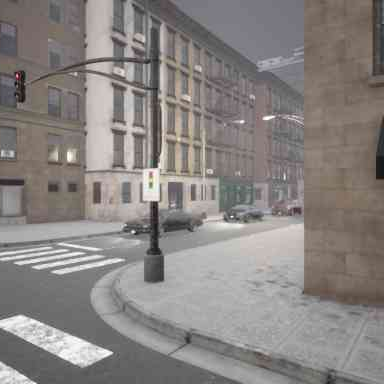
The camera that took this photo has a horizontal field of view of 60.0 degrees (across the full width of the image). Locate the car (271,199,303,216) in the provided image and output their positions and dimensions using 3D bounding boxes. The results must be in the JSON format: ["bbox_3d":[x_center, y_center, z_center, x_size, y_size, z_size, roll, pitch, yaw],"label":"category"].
[{"bbox_3d":[9.966,1.538,34.810,2.097,1.767,4.553,0,0,35],"label":"car"}]

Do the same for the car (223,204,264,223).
[{"bbox_3d":[4.165,1.697,26.699,1.994,1.385,4.181,0,0,36],"label":"car"}]

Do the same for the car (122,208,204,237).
[{"bbox_3d":[-1.415,1.630,18.891,2.033,1.411,5.357,0,0,35],"label":"car"}]
